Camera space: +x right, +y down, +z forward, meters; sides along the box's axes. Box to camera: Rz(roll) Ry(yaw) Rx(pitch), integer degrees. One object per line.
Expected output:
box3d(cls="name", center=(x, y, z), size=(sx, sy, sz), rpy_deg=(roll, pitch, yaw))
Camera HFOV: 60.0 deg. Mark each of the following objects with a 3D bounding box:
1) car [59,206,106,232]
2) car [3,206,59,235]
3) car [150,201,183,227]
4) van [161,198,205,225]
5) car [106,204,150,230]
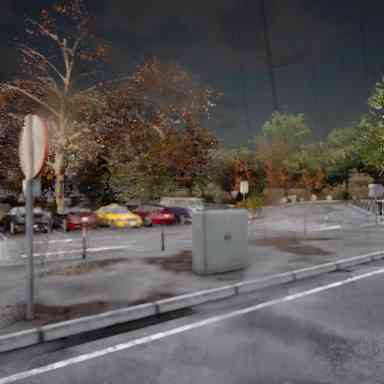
box3d(cls="car", center=(-7.601, 1.627, 21.345), size=(2.163, 1.488, 4.792), rpy_deg=(1, 0, -36))
box3d(cls="car", center=(-9.837, 1.576, 19.703), size=(2.231, 1.521, 4.892), rpy_deg=(1, 0, -36))
box3d(cls="car", center=(-3.086, 1.672, 24.575), size=(2.163, 1.488, 4.792), rpy_deg=(1, 0, -36))
box3d(cls="van", center=(-0.743, 1.439, 26.071), size=(1.878, 1.987, 4.442), rpy_deg=(1, 0, -36))
box3d(cls="car", center=(-5.219, 1.616, 22.784), size=(1.946, 1.575, 5.366), rpy_deg=(1, 0, -36))
